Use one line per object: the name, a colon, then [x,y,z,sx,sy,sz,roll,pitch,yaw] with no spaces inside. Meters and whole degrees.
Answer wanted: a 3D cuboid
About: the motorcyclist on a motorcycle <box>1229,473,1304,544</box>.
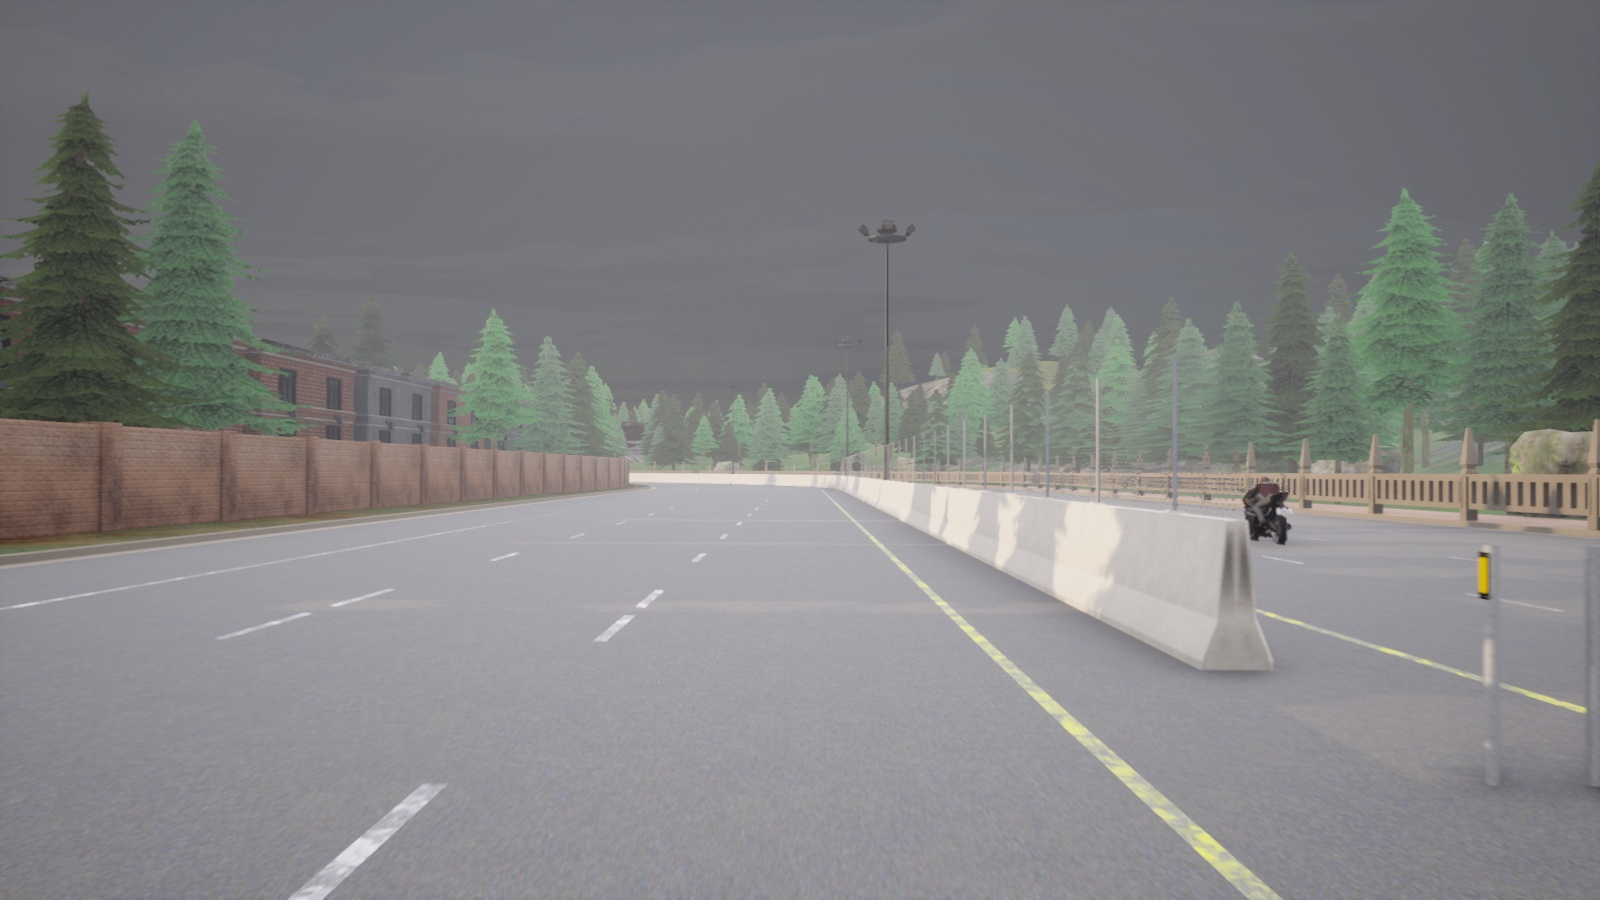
motorcyclist on a motorcycle: [10.451,1.279,28.216,0.866,1.530,2.191,0,-1,0]
